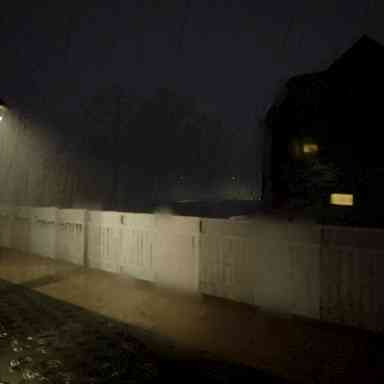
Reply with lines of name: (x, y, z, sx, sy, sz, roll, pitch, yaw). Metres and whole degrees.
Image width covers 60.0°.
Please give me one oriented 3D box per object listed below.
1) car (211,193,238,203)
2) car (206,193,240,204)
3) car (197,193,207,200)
car: (5.380, 0.922, 54.036, 1.895, 1.301, 4.718, 4, 3, 43)
car: (4.607, 1.187, 43.578, 2.128, 1.511, 4.902, 4, 3, 43)
car: (2.993, 0.764, 56.236, 1.895, 1.301, 4.718, 4, 3, 43)
